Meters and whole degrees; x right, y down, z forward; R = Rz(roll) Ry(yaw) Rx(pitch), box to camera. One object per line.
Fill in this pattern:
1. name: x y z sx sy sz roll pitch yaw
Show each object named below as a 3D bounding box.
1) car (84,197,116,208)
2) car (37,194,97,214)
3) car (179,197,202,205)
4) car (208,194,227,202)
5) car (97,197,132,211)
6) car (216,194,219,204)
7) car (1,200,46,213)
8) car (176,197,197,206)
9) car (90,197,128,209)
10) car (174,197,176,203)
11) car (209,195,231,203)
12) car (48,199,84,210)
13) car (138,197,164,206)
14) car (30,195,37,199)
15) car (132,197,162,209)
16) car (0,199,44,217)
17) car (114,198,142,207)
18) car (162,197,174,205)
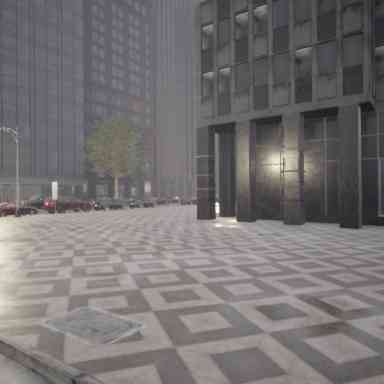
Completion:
1. car: -13.426 1.485 48.647 1.967 1.590 4.097 -1 0 35
2. car: -12.839 1.291 34.520 2.192 1.841 5.009 -1 0 35
3. car: -0.190 1.507 57.294 1.994 1.385 4.181 -1 0 34
4. car: 5.834 1.297 76.468 2.192 1.841 5.009 -1 0 35
5. car: -9.628 1.525 39.155 1.947 1.339 4.313 -1 0 35
6. car: 3.208 1.223 57.700 2.192 1.841 5.009 -1 0 35
7. car: -19.844 1.643 39.373 1.947 1.339 4.313 -1 0 35
8. car: 0.000 1.463 53.063 1.887 1.381 4.507 -1 0 35
9. car: -11.522 1.506 46.539 2.128 1.511 4.902 -1 0 35
10. car: -3.794 1.575 62.557 1.947 1.339 4.313 -1 0 35
11. car: 5.488 1.417 65.510 2.128 1.511 4.902 -1 0 35
12. car: -16.634 1.643 44.010 1.802 1.307 4.206 -1 0 35
13. car: -7.102 1.545 57.780 1.752 1.417 4.829 -1 0 35
14. car: -17.241 1.265 38.304 2.150 2.045 5.566 -1 0 35
15. car: -6.418 1.510 43.790 1.947 1.339 4.313 -1 0 35
16. car: -16.047 1.577 29.882 1.802 1.307 4.206 -1 0 35
17. car: -10.214 1.614 53.283 1.802 1.307 4.206 -1 0 35
18. car: -5.670 1.591 54.921 1.895 1.301 4.718 -1 0 35
